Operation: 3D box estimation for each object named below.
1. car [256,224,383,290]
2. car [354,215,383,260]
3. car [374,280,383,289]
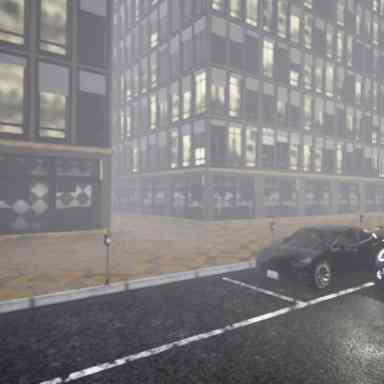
[{"bbox_3d":[3.702,1.605,9.194,4.313,1.339,1.947,0,0,-35],"label":"car"},{"bbox_3d":[8.211,1.616,12.410,4.403,1.369,2.008,0,0,-35],"label":"car"},{"bbox_3d":[6.274,1.398,7.842,4.553,1.767,2.097,1,0,-35],"label":"car"}]
